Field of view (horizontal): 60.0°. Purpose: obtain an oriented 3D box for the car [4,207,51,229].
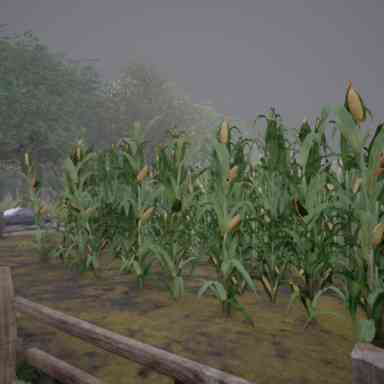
[{"bbox_3d":[-12.529,1.857,24.051,1.812,1.442,4.674,0,-1,34],"label":"car"}]
